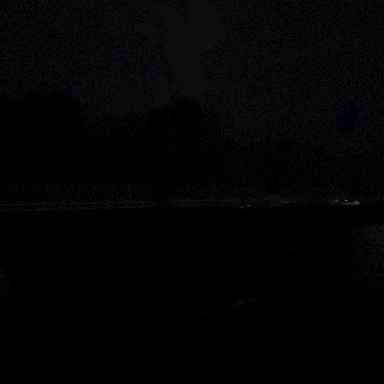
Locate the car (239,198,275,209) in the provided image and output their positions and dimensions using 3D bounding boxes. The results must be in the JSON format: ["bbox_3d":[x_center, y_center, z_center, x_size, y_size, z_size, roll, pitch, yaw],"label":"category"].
[{"bbox_3d":[7.747,1.513,39.592,4.892,1.490,1.837,0,0,-35],"label":"car"}]

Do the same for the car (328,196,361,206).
[{"bbox_3d":[20.130,1.613,44.106,4.718,1.301,1.895,0,0,-35],"label":"car"}]

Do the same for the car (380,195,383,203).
[{"bbox_3d":[36.239,1.219,59.794,5.357,1.411,2.033,0,0,-35],"label":"car"}]

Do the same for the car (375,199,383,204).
[{"bbox_3d":[20.849,1.611,36.042,4.718,1.301,1.895,0,0,-35],"label":"car"}]
